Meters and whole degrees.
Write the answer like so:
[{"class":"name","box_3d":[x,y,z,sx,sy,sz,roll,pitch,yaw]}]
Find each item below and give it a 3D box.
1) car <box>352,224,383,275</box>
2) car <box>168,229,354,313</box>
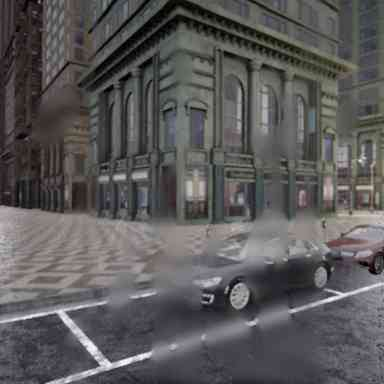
[{"class":"car","box_3d":[5.944,1.714,10.829,4.206,1.307,1.802,1,-1,-35]},{"class":"car","box_3d":[1.525,1.622,7.705,4.403,1.369,2.008,1,-1,-35]}]
